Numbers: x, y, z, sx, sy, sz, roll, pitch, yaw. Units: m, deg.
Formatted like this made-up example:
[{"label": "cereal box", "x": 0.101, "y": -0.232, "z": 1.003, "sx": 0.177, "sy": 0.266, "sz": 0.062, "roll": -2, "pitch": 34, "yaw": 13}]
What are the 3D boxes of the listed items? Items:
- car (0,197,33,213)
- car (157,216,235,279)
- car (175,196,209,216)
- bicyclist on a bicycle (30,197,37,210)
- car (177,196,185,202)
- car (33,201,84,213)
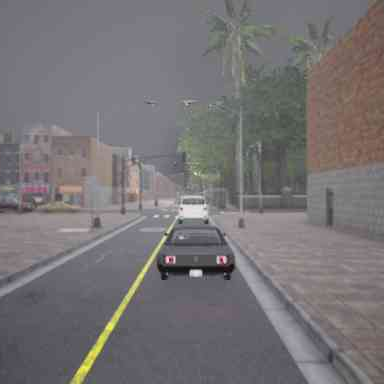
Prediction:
[{"label": "car", "x": -20.061, "y": 1.491, "z": 36.628, "sx": 5.009, "sy": 1.841, "sz": 2.192, "roll": 0, "pitch": 0, "yaw": 0}, {"label": "car", "x": 0.100, "y": 1.633, "z": 10.070, "sx": 1.895, "sy": 1.301, "sz": 4.718, "roll": 0, "pitch": 0, "yaw": 0}, {"label": "car", "x": 0.106, "y": 1.309, "z": 25.083, "sx": 2.150, "sy": 2.045, "sz": 5.566, "roll": 0, "pitch": 0, "yaw": 0}, {"label": "bicyclist on a bicycle", "x": -20.141, "y": 1.506, "z": 42.275, "sx": 0.582, "sy": 1.620, "sz": 1.656, "roll": 0, "pitch": 0, "yaw": 0}, {"label": "car", "x": -2.747, "y": 1.767, "z": 83.985, "sx": 1.812, "sy": 1.442, "sz": 4.674, "roll": 0, "pitch": 0, "yaw": 0}, {"label": "car", "x": -14.439, "y": 1.687, "z": 36.634, "sx": 4.829, "sy": 1.417, "sz": 1.752, "roll": 0, "pitch": 0, "yaw": 0}]
